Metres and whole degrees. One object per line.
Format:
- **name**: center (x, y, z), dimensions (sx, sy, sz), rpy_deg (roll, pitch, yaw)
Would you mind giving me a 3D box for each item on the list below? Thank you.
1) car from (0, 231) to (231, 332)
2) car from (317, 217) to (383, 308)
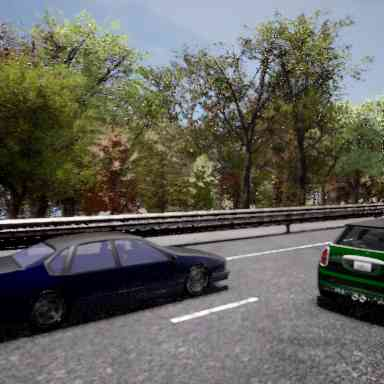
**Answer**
- **car**: center (-1.727, 1.547, 6.832), dimensions (5.357, 1.411, 2.033), rpy_deg (0, 0, -36)
- **car**: center (4.777, 1.347, 7.200), dimensions (4.553, 1.767, 2.097), rpy_deg (0, 0, -36)
